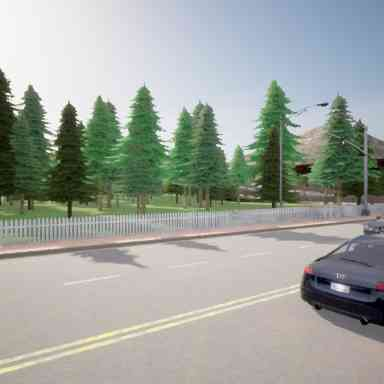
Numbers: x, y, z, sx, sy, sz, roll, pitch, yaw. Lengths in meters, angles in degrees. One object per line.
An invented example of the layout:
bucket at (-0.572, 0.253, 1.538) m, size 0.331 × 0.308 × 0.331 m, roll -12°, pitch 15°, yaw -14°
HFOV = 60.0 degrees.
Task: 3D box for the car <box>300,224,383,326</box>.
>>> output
car at (4.102, 1.564, 6.697) m, size 4.181 × 1.385 × 1.994 m, roll 0°, pitch 0°, yaw -35°

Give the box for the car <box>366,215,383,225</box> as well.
car at (9.706, 1.526, 15.203) m, size 4.674 × 1.442 × 1.812 m, roll 0°, pitch 0°, yaw -36°
